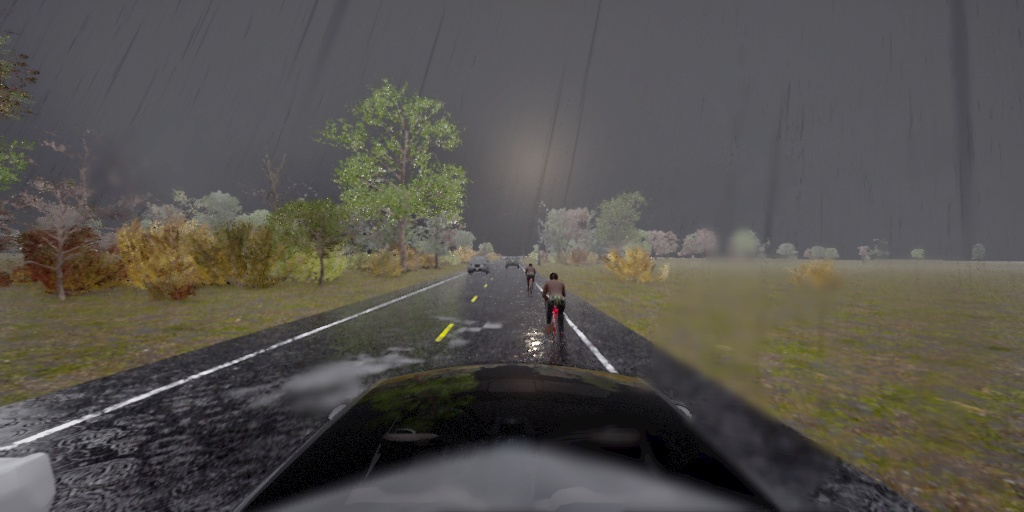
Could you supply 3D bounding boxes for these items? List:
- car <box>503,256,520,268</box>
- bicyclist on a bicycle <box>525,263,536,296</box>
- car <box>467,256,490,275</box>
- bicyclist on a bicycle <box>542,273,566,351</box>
[{"bbox_3d":[0.087,0.957,58.845,2.150,2.045,5.566,0,0,-1],"label":"car"},{"bbox_3d":[0.957,1.205,18.337,0.582,1.620,1.656,0,0,0],"label":"bicyclist on a bicycle"},{"bbox_3d":[-3.612,0.970,39.931,2.150,2.045,5.566,0,0,0],"label":"car"},{"bbox_3d":[0.961,1.205,8.067,0.582,1.620,1.656,0,0,0],"label":"bicyclist on a bicycle"}]
